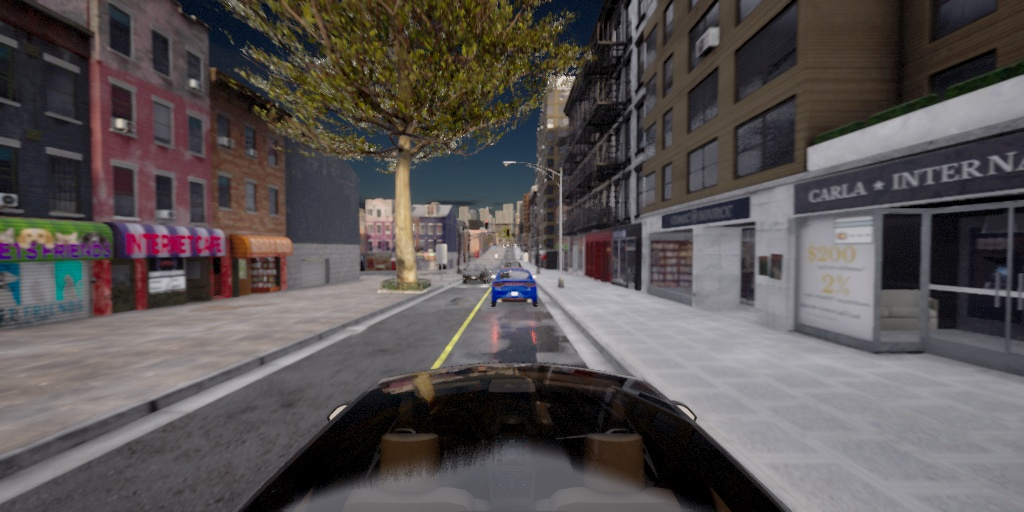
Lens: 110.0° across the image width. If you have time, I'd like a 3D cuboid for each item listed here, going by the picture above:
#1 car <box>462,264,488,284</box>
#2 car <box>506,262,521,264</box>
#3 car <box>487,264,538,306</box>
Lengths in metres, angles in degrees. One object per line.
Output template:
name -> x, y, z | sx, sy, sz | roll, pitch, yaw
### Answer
car -> -2.823, 1.410, 28.901 | 1.837, 1.490, 4.892 | 0, -1, 0
car -> 0.096, 1.281, 32.071 | 2.097, 1.767, 4.553 | 0, 0, 0
car -> 0.097, 1.282, 16.071 | 1.882, 1.535, 5.008 | 0, 0, 0
